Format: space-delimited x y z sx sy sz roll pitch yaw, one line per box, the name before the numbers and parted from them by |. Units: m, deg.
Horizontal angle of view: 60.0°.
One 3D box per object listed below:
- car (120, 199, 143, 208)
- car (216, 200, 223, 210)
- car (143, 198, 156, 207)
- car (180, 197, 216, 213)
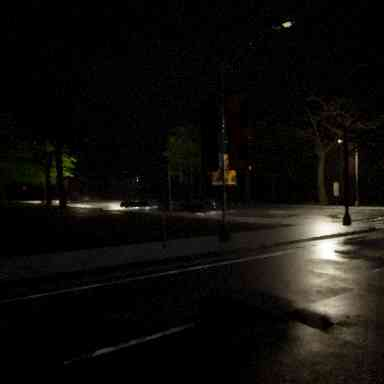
car | -10.877 1.995 57.860 1.994 1.385 4.181 -2 1 -35
car | 2.316 1.495 44.536 2.097 1.767 4.553 -2 1 -35
car | -8.218 1.873 59.725 1.812 1.442 4.674 -2 1 -35
car | 0.373 1.700 41.641 1.882 1.535 5.008 -2 1 -35
